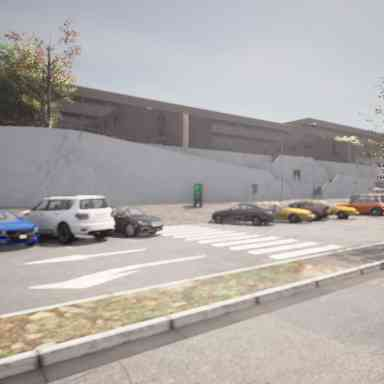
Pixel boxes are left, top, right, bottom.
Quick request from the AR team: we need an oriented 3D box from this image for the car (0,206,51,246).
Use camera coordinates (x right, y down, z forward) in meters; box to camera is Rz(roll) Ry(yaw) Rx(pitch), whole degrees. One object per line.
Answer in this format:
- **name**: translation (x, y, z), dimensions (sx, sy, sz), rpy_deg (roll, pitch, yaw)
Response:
- **car**: translation (-8.561, 1.487, 14.225), dimensions (5.008, 1.535, 2.097), rpy_deg (-1, -1, 35)

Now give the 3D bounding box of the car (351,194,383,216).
- **car**: translation (15.754, 1.295, 31.507), dimensions (4.553, 1.767, 2.185), rpy_deg (-1, 0, 34)

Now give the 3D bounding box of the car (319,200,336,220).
- **car**: translation (8.416, 1.458, 26.345), dimensions (4.792, 1.488, 2.163), rpy_deg (-1, -1, 35)

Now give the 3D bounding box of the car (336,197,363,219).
- **car**: translation (11.026, 1.422, 27.959), dimensions (5.366, 1.575, 1.946), rpy_deg (-1, -1, 35)

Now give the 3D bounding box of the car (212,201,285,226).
- **car**: translation (3.585, 1.473, 22.866), dimensions (4.674, 1.452, 2.002), rpy_deg (-1, 0, 35)

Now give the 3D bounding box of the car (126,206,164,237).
- **car**: translation (-3.704, 1.460, 17.690), dimensions (4.892, 1.521, 2.231), rpy_deg (-1, -1, 34)

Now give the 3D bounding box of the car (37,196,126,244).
- **car**: translation (-6.161, 1.220, 15.964), dimensions (5.566, 2.045, 2.435), rpy_deg (-1, 0, 35)

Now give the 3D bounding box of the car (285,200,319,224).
- **car**: translation (6.166, 1.423, 24.498), dimensions (5.366, 1.575, 1.946), rpy_deg (-1, -1, 35)
